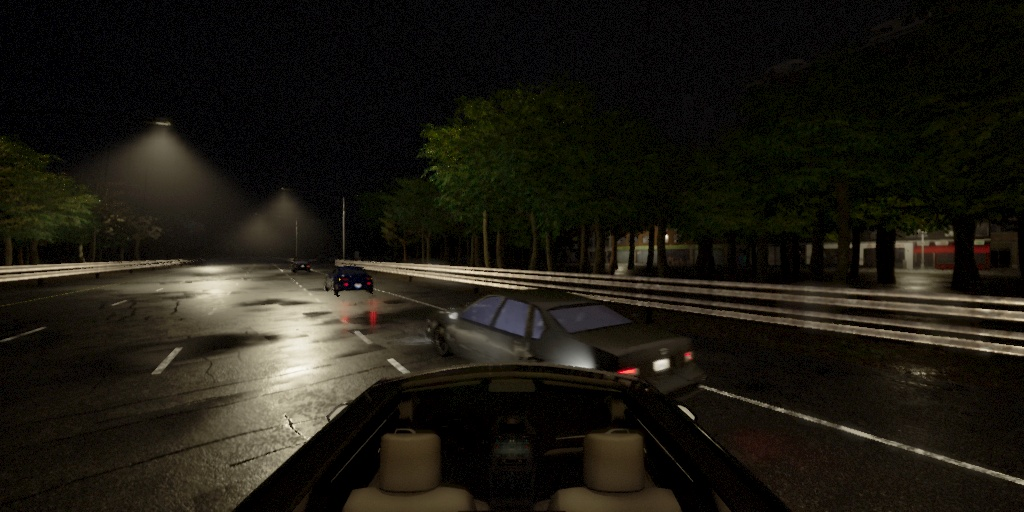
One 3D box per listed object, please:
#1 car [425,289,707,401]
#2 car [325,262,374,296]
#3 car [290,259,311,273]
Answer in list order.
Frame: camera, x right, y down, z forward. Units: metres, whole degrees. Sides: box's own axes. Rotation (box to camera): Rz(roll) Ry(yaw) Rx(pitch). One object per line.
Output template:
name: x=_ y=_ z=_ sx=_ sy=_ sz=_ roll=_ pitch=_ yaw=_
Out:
car: x=0.288 y=1.295 z=6.170 sx=2.033 sy=1.411 sz=5.357 roll=0 pitch=0 yaw=-35
car: x=-8.762 y=1.263 z=19.218 sx=1.812 sy=1.442 sz=4.674 roll=0 pitch=0 yaw=-35
car: x=-25.890 y=1.262 z=43.924 sx=2.033 sy=1.411 sz=5.357 roll=0 pitch=0 yaw=-35
